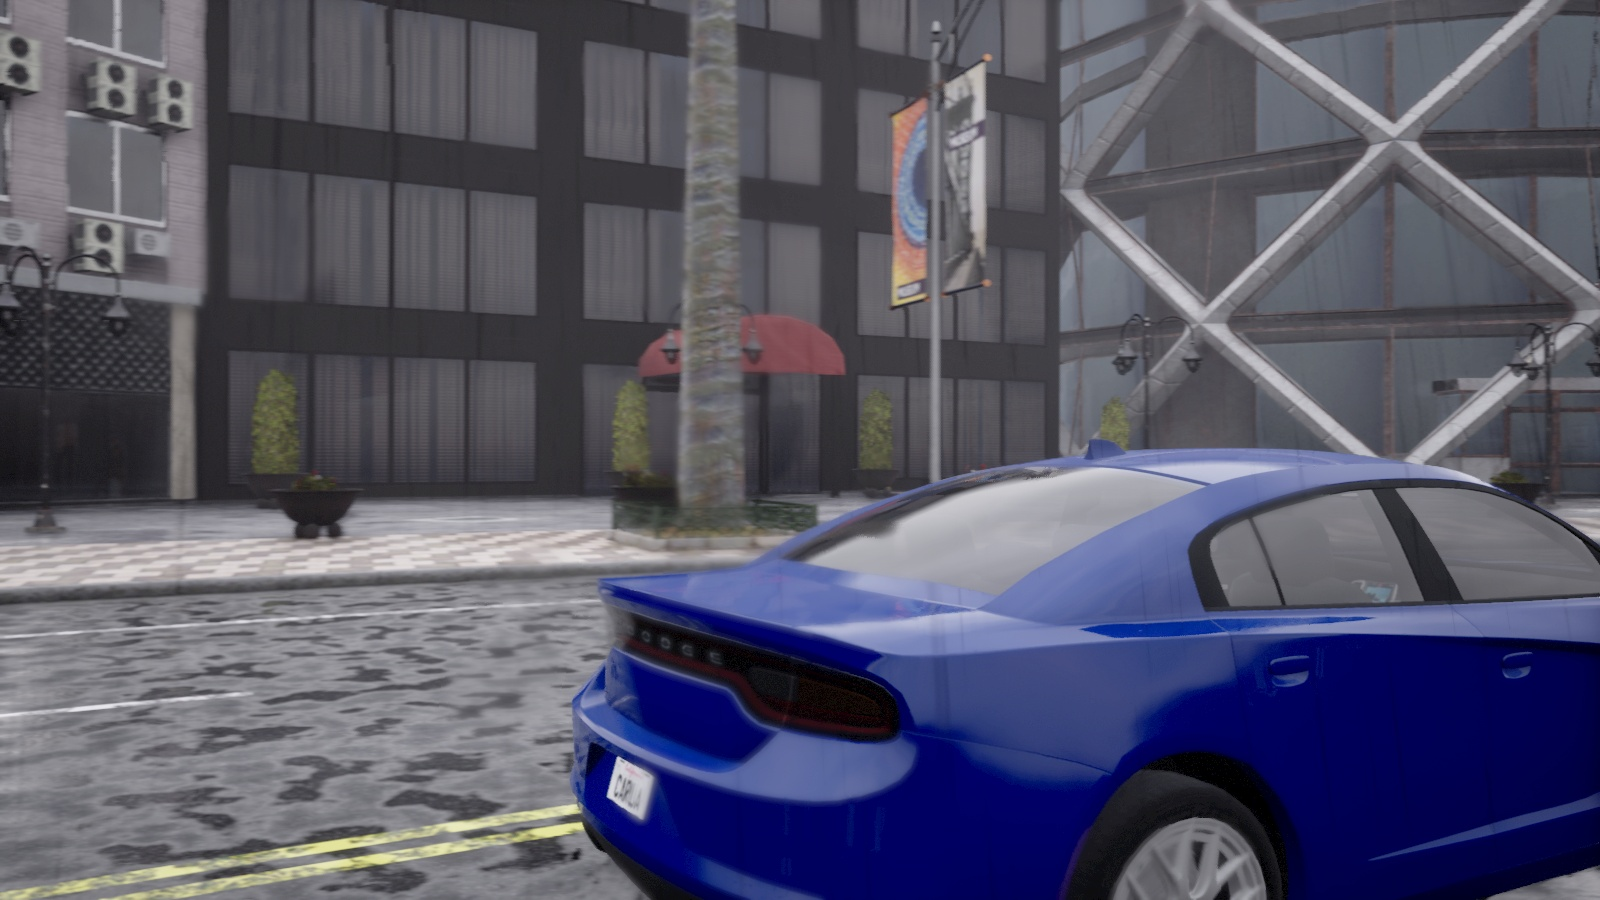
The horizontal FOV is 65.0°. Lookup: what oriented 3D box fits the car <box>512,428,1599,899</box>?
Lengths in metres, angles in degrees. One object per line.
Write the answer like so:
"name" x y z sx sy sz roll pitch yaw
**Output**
"car" 1.708 0.726 4.500 5.008 1.535 1.882 0 0 -30
